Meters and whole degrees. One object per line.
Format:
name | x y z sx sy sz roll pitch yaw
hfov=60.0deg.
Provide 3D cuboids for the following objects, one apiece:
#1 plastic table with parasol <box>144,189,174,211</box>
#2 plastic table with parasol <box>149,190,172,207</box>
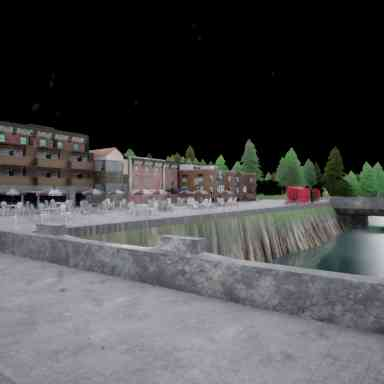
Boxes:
plastic table with parasol | -3.931 0.925 39.847 2.482 2.480 2.482 0 0 36
plastic table with parasol | -4.618 0.925 48.837 2.482 2.480 2.482 0 0 36
